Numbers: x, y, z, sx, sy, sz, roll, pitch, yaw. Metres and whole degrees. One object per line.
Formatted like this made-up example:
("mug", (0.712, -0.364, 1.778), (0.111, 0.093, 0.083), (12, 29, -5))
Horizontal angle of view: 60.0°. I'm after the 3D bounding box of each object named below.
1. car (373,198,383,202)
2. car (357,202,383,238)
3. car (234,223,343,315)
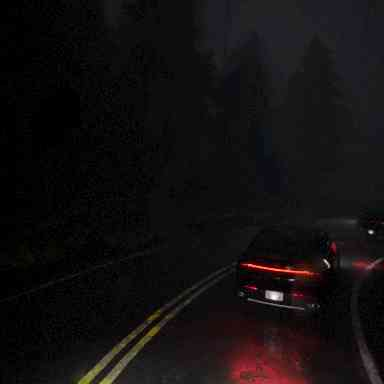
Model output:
("car", (12.506, 1.112, 21.014), (4.181, 1.385, 1.994), (-2, 5, -29))
("car", (9.647, 1.404, 15.439), (4.892, 1.490, 1.837), (-1, 5, -33))
("car", (2.425, 1.501, 7.839), (1.837, 1.490, 4.892), (2, 1, 25))
